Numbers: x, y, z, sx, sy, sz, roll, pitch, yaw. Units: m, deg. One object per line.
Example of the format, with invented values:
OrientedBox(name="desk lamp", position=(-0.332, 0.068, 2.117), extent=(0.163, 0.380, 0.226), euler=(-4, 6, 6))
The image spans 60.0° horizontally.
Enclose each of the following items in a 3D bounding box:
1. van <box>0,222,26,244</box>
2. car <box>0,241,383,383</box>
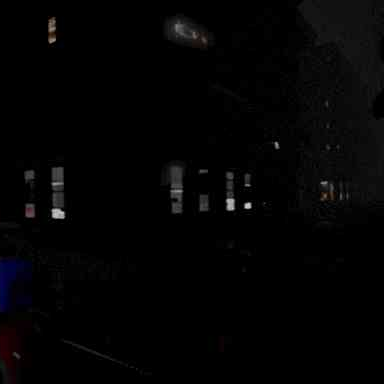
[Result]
OrientedBox(name="van", position=(-4.726, 1.376, 6.272), extent=(3.998, 1.788, 1.690), euler=(0, -1, 36))
OrientedBox(name="car", position=(-0.327, 1.449, 3.127), extent=(4.097, 1.590, 1.967), euler=(0, -1, 36))
